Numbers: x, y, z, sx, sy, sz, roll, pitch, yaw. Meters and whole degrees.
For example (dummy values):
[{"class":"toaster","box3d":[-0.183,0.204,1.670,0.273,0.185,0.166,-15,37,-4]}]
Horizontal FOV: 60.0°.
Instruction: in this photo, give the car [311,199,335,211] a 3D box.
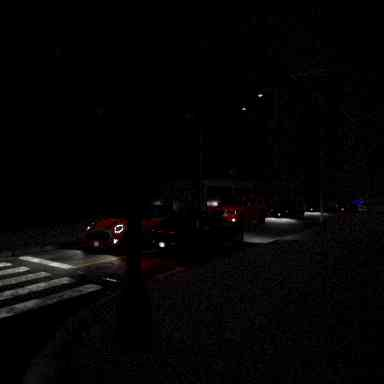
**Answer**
[{"class":"car","box3d":[14.733,1.538,38.882,2.033,1.411,5.357,0,0,35]}]

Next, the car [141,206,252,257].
[{"class":"car","box3d":[0.373,1.510,13.129,1.837,1.490,4.892,0,0,35]}]

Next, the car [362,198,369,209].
[{"class":"car","box3d":[23.574,1.536,46.750,1.812,1.442,4.674,0,0,35]}]

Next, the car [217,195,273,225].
[{"class":"car","box3d":[3.139,1.213,22.156,2.150,2.045,5.566,0,0,35]}]

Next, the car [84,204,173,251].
[{"class":"car","box3d":[-2.306,1.345,14.213,2.097,1.767,4.553,0,0,34]}]

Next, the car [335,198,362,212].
[{"class":"car","box3d":[17.831,1.605,38.348,1.895,1.301,4.718,0,0,35]}]

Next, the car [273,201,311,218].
[{"class":"car","box3d":[8.964,1.538,30.591,2.033,1.411,5.357,0,0,35]}]
